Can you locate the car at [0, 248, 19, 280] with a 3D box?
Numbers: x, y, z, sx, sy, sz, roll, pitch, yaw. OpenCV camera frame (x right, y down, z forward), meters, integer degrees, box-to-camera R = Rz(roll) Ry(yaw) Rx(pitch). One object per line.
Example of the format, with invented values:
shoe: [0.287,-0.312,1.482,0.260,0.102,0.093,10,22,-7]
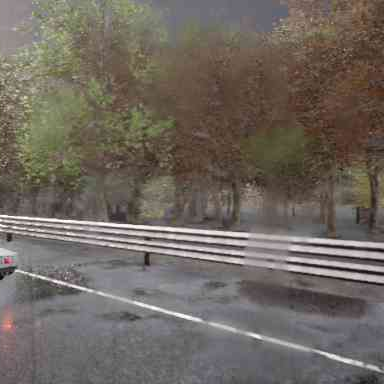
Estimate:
car: [-6.906,1.790,9.358,4.718,1.301,1.895,-1,-2,37]
